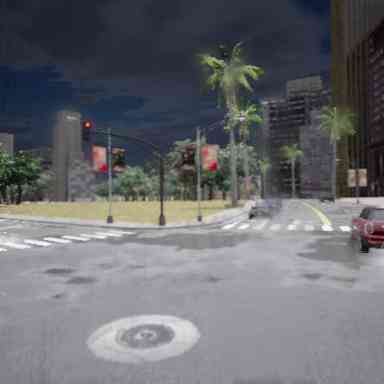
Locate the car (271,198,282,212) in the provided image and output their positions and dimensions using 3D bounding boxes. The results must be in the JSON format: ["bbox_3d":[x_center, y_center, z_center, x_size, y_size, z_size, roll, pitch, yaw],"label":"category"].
[{"bbox_3d":[9.138,1.510,38.446,2.128,1.511,4.902,-1,0,17],"label":"car"}]

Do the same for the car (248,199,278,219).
[{"bbox_3d":[6.166,1.607,29.221,1.994,1.385,4.181,-1,0,18],"label":"car"}]

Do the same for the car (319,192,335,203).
[{"bbox_3d":[26.153,1.012,64.620,2.150,2.045,5.566,-1,0,12],"label":"car"}]

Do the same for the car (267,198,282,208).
[{"bbox_3d":[11.996,1.558,48.049,1.994,1.385,4.181,-1,0,15],"label":"car"}]

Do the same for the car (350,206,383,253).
[{"bbox_3d":[7.740,1.320,13.480,2.097,1.767,4.553,-1,0,20],"label":"car"}]
